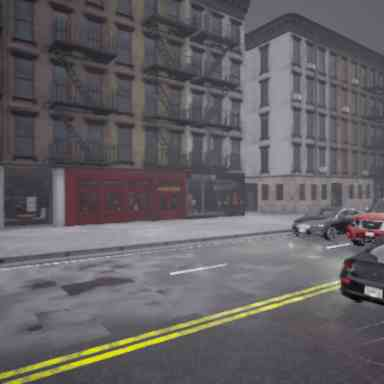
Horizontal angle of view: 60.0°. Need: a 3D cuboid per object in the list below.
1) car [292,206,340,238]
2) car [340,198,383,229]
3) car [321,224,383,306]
[{"bbox_3d":[7.052,1.496,16.697,4.902,1.511,2.128,0,0,-35],"label":"car"},{"bbox_3d":[8.881,1.225,14.011,5.566,2.045,2.150,0,0,-35],"label":"car"},{"bbox_3d":[4.951,1.528,6.972,4.674,1.442,1.812,0,0,-35],"label":"car"}]
